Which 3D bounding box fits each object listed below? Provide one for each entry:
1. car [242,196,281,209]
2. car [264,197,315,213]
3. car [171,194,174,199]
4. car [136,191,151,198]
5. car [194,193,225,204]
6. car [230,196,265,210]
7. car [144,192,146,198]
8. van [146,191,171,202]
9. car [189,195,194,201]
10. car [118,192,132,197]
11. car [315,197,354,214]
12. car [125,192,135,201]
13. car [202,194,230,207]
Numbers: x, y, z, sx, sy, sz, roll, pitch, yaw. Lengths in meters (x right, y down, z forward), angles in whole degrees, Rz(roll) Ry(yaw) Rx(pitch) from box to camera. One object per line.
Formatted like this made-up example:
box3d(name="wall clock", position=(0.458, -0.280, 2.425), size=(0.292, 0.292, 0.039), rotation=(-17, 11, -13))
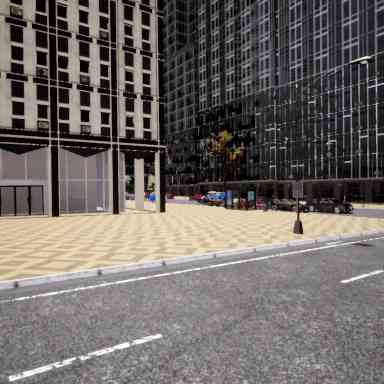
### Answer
box3d(name="car", position=(8.650, 1.260, 41.801), size=(1.837, 1.490, 4.892), rotation=(-1, 1, -34))
box3d(name="car", position=(10.136, 1.424, 34.868), size=(1.947, 1.339, 4.313), rotation=(0, 1, -35))
box3d(name="car", position=(-5.447, 0.936, 72.449), size=(1.802, 1.307, 4.206), rotation=(0, 1, -35))
box3d(name="car", position=(-11.901, 0.686, 81.804), size=(1.967, 1.590, 4.097), rotation=(0, 1, -35))
box3d(name="car", position=(2.813, 1.262, 50.280), size=(1.895, 1.301, 4.718), rotation=(-1, 1, -35))
box3d(name="car", position=(6.923, 1.388, 39.559), size=(1.802, 1.307, 4.206), rotation=(0, 1, -35))
box3d(name="car", position=(-8.674, 0.615, 77.124), size=(2.192, 1.841, 5.009), rotation=(0, 1, -35))
box3d(name="van", position=(-5.891, 0.937, 58.332), size=(1.690, 1.788, 3.998), rotation=(0, 1, -35))
box3d(name="car", position=(1.007, 1.044, 63.091), size=(1.802, 1.307, 4.206), rotation=(0, 1, -35))
box3d(name="car", position=(-18.354, 0.689, 91.162), size=(2.008, 1.369, 4.403), rotation=(0, 1, -35))
box3d(name="car", position=(13.997, 1.345, 34.046), size=(1.837, 1.490, 4.892), rotation=(-1, 1, -35))
box3d(name="car", position=(-12.346, 1.040, 67.692), size=(2.008, 1.369, 4.403), rotation=(0, 1, -35))
box3d(name="car", position=(3.744, 1.320, 44.270), size=(1.947, 1.339, 4.313), rotation=(0, 1, -35))
